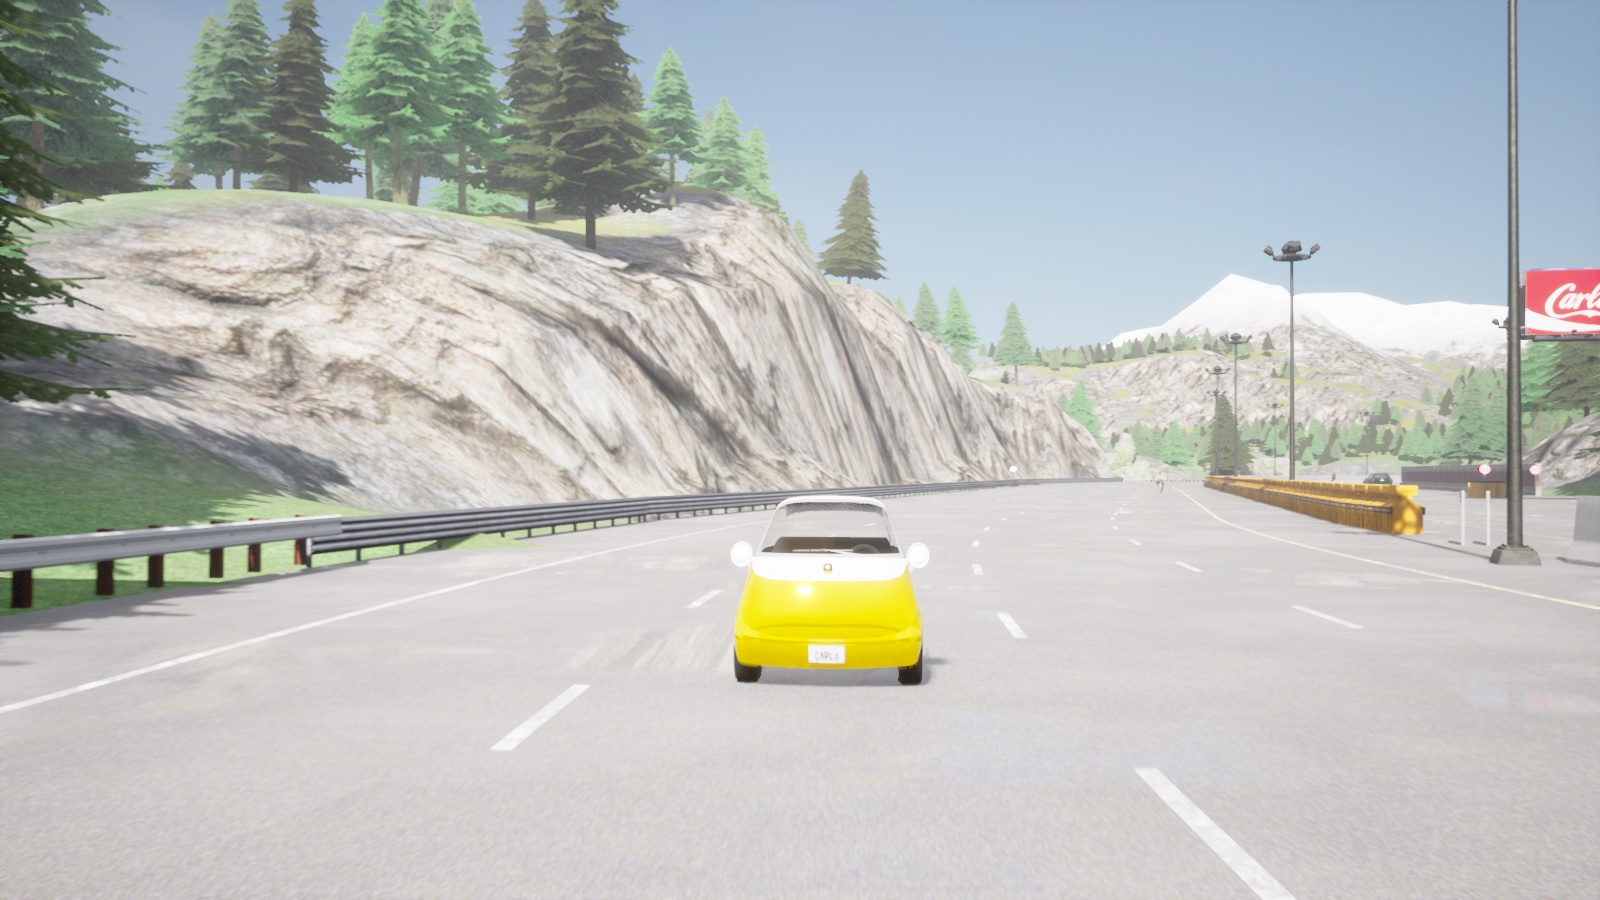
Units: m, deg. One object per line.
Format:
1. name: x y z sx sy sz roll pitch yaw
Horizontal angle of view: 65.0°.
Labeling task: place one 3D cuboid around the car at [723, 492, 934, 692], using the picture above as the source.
1. car: 0.266 1.035 9.949 1.481 1.376 2.207 0 -1 4
